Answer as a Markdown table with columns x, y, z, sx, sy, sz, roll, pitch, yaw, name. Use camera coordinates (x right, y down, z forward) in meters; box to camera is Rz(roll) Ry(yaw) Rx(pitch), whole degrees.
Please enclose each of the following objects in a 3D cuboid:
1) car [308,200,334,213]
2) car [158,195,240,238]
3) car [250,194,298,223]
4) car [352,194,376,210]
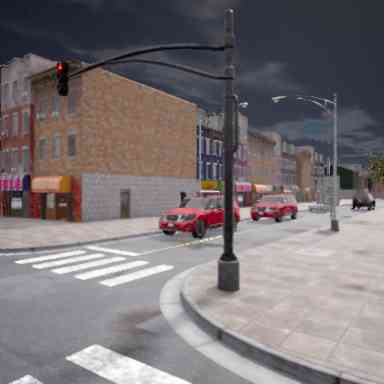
| x | y | z | sx | sy | sz | roll | pitch | yaw | name |
| --- | --- | --- | --- | --- | --- | --- | --- | --- | --- |
| 14.651 | 1.594 | 37.525 | 1.895 | 1.301 | 4.718 | 0 | 0 | 36 | car |
| 0.593 | 1.218 | 18.061 | 2.150 | 2.045 | 5.566 | 0 | 0 | 36 | car |
| 6.630 | 1.215 | 26.439 | 2.150 | 2.045 | 5.566 | 0 | 0 | 36 | car |
| 22.224 | 1.236 | 43.031 | 2.150 | 2.045 | 5.566 | 0 | 0 | 36 | car |
